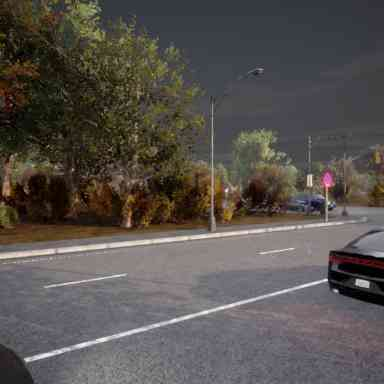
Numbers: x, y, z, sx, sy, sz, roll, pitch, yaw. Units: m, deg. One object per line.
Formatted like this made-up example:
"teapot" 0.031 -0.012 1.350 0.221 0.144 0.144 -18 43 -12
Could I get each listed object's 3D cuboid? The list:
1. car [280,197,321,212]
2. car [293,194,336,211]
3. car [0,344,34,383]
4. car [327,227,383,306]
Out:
"car" 12.144 1.564 38.215 1.994 1.385 4.181 0 0 -32
"car" 14.746 1.221 40.685 2.150 2.045 5.566 0 0 -31
"car" -3.282 1.505 1.395 4.892 1.490 1.837 0 0 -36
"car" 5.051 1.478 7.370 5.008 1.535 1.882 0 0 -36
